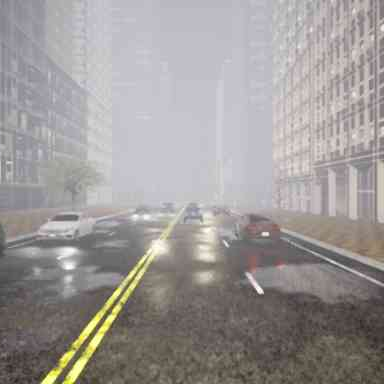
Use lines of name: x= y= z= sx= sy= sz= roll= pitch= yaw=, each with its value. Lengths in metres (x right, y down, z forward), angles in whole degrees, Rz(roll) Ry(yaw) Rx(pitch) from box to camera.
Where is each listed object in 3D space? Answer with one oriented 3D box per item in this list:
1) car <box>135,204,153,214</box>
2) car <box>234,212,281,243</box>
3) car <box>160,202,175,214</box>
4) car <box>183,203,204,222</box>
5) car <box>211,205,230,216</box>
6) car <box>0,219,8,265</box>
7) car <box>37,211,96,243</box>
car: x=-6.491 y=2.258 z=45.221 sx=1.895 sy=1.301 sz=4.718 roll=0 pitch=-1 yaw=0
car: x=3.354 y=1.784 z=17.485 sx=1.812 sy=1.442 sz=4.674 roll=0 pitch=-1 yaw=0
car: x=-3.242 y=2.174 z=45.076 sx=1.837 sy=1.490 sz=4.892 roll=0 pitch=-1 yaw=0
car: x=0.107 y=2.003 z=31.049 sx=2.033 sy=1.411 sz=5.357 roll=0 pitch=-1 yaw=0
car: x=3.359 y=2.182 z=39.907 sx=1.895 sy=1.301 sz=4.718 roll=0 pitch=-1 yaw=0
car: x=-6.575 y=1.337 z=7.666 sx=2.150 sy=2.045 sz=5.566 roll=0 pitch=-1 yaw=0
car: x=-6.497 y=1.789 z=17.800 sx=1.812 sy=1.442 sz=4.674 roll=0 pitch=-1 yaw=0
